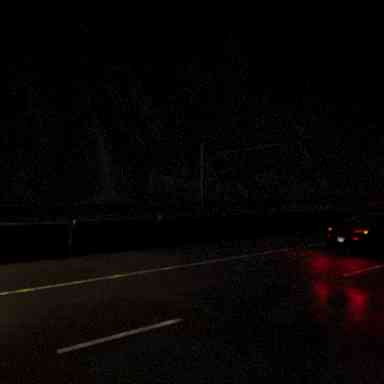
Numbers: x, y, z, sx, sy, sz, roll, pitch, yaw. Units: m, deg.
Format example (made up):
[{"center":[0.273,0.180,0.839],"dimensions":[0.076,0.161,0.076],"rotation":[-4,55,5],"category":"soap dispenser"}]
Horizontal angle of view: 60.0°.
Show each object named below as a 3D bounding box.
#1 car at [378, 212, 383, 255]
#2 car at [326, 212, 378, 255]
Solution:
[{"center":[7.825,1.209,9.404],"dimensions":[5.566,2.045,2.150],"rotation":[-1,0,-35],"category":"car"},{"center":[7.221,1.505,13.257],"dimensions":[4.674,1.442,1.812],"rotation":[0,0,-35],"category":"car"}]
